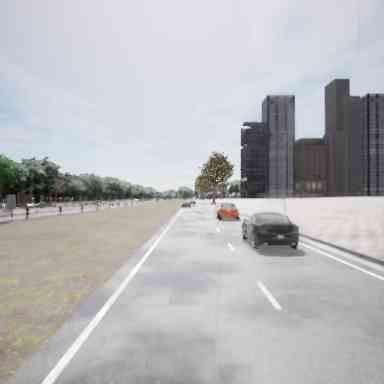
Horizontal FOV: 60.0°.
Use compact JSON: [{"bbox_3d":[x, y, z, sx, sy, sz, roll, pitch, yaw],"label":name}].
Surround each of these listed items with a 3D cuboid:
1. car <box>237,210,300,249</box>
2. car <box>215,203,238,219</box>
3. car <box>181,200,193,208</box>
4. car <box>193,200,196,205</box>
[{"bbox_3d":[3.602,1.720,15.994,1.882,1.535,5.008,0,-1,0],"label":"car"},{"bbox_3d":[3.611,1.878,34.830,2.097,1.767,4.553,0,-1,0],"label":"car"},{"bbox_3d":[-1.204,2.588,69.000,1.812,1.442,4.674,0,-1,0],"label":"car"},{"bbox_3d":[0.027,2.785,86.167,1.994,1.385,4.181,0,-1,0],"label":"car"}]
